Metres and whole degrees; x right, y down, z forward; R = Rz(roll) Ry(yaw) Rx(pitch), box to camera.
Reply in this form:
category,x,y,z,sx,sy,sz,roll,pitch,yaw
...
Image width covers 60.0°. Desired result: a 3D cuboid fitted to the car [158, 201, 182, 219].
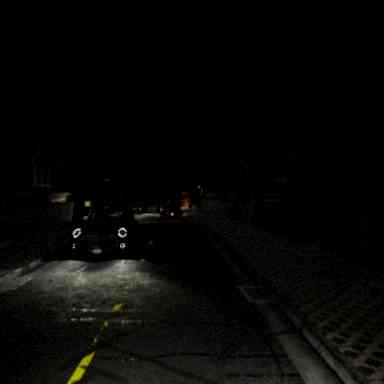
category,x,y,z,sx,sy,sz,roll,pitch,yaw
car,-1.988,1.694,31.183,1.837,1.490,4.892,0,0,-7

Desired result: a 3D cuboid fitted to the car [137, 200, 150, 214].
category,x,y,z,sx,sy,sz,roll,pitch,yaw
car,-6.212,1.770,39.887,1.837,1.490,4.892,0,-1,-9

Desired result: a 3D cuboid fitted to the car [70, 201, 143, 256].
category,x,y,z,sx,sy,sz,roll,pitch,yaw
car,-3.336,1.426,13.486,2.097,1.767,4.553,0,0,-4

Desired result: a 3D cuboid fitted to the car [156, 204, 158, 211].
category,x,y,z,sx,sy,sz,roll,pitch,yaw
car,-3.436,1.821,41.810,2.033,1.411,5.357,0,0,-11
